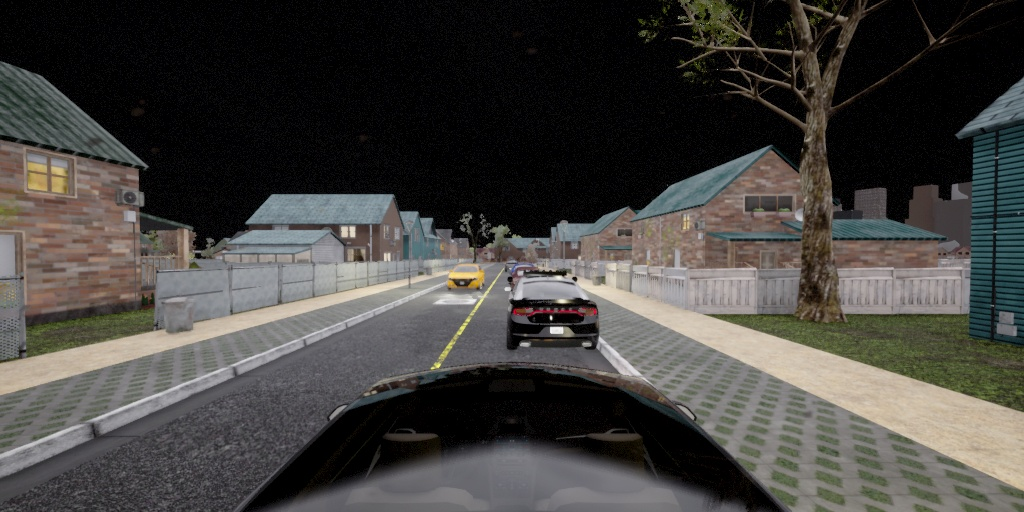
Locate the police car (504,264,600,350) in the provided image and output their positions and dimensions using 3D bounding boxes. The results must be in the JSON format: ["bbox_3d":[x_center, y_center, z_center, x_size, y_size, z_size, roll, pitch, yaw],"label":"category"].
[{"bbox_3d":[0.828,1.175,9.223,1.930,1.638,5.238,0,0,0],"label":"police car"}]

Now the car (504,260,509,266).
[{"bbox_3d":[0.040,1.302,47.602,2.128,1.511,4.902,0,0,0],"label":"car"}]

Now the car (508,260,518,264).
[{"bbox_3d":[0.828,1.242,25.116,1.882,1.535,5.008,0,0,0],"label":"car"}]

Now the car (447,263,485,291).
[{"bbox_3d":[-2.747,1.238,22.274,1.882,1.535,5.008,0,0,0],"label":"car"}]
